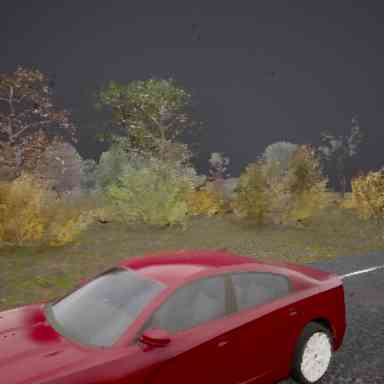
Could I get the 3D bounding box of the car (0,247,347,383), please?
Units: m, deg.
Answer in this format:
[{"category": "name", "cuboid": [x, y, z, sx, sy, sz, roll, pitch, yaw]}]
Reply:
[{"category": "car", "cuboid": [-0.271, 1.475, 3.776, 5.008, 1.535, 1.882, 0, 0, -35]}]
